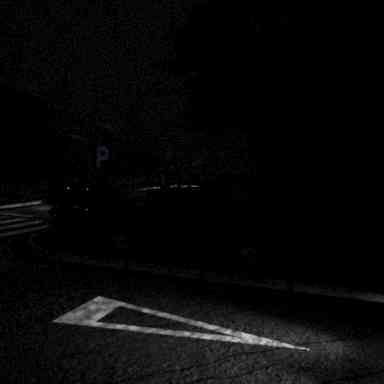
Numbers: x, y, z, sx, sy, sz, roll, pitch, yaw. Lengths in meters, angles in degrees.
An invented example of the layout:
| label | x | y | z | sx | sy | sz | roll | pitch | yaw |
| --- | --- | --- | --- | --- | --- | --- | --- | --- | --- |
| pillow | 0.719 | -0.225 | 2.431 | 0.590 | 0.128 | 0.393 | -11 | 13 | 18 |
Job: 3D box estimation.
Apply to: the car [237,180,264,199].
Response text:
| label | x | y | z | sx | sy | sz | roll | pitch | yaw |
| --- | --- | --- | --- | --- | --- | --- | --- | --- | --- |
| car | 2.558 | 0.089 | 24.533 | 4.792 | 1.488 | 2.163 | 3 | 5 | 19 |

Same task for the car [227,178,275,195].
| label | x | y | z | sx | sy | sz | roll | pitch | yaw |
| --- | --- | --- | --- | --- | --- | --- | --- | --- | --- |
| car | 6.210 | -0.621 | 34.992 | 4.674 | 1.452 | 2.002 | 3 | 5 | 19 |

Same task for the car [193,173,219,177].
| label | x | y | z | sx | sy | sz | roll | pitch | yaw |
| --- | --- | --- | --- | --- | --- | --- | --- | --- | --- |
| car | 2.060 | -1.703 | 48.342 | 1.895 | 1.301 | 4.718 | 3 | 5 | 20 |

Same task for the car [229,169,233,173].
| label | x | y | z | sx | sy | sz | roll | pitch | yaw |
| --- | --- | --- | --- | --- | --- | --- | --- | --- | --- |
| car | 5.589 | -3.618 | 72.536 | 5.008 | 1.535 | 2.097 | 3 | 5 | 19 |

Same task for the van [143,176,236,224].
| label | x | y | z | sx | sy | sz | roll | pitch | yaw |
| --- | --- | --- | --- | --- | --- | --- | --- | --- | --- |
| van | -0.334 | 0.369 | 16.725 | 4.442 | 1.987 | 1.878 | 3 | 5 | 19 |

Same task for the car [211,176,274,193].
| label | x | y | z | sx | sy | sz | roll | pitch | yaw |
| --- | --- | --- | --- | --- | --- | --- | --- | --- | --- |
| car | 4.378 | -0.302 | 29.761 | 5.008 | 1.535 | 2.097 | 3 | 5 | 19 |

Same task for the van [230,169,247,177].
| label | x | y | z | sx | sy | sz | roll | pitch | yaw |
| --- | --- | --- | --- | --- | --- | --- | --- | --- | --- |
| van | 13.153 | -5.377 | 93.585 | 4.442 | 1.987 | 1.878 | 3 | 5 | 19 |

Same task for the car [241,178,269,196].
| label | x | y | z | sx | sy | sz | roll | pitch | yaw |
| --- | --- | --- | --- | --- | --- | --- | --- | --- | --- |
| car | 3.446 | -0.121 | 27.153 | 4.892 | 1.521 | 2.231 | 3 | 5 | 19 |

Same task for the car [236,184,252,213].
| label | x | y | z | sx | sy | sz | roll | pitch | yaw |
| --- | --- | --- | --- | --- | --- | --- | --- | --- | --- |
| car | 0.718 | 0.450 | 19.307 | 4.792 | 1.488 | 2.163 | 3 | 5 | 19 |

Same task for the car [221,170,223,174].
| label | x | y | z | sx | sy | sz | roll | pitch | yaw |
| --- | --- | --- | --- | --- | --- | --- | --- | --- | --- |
| car | 2.631 | -3.089 | 64.679 | 5.366 | 1.575 | 1.946 | 3 | 5 | 19 |

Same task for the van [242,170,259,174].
| label | x | y | z | sx | sy | sz | roll | pitch | yaw |
| --- | --- | --- | --- | --- | --- | --- | --- | --- | --- |
| van | 9.091 | -1.417 | 42.770 | 4.442 | 1.987 | 1.878 | 3 | 5 | 19 |

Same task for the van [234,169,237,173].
| label | x | y | z | sx | sy | sz | roll | pitch | yaw |
| --- | --- | --- | --- | --- | --- | --- | --- | --- | --- |
| van | 7.571 | -4.204 | 77.756 | 4.442 | 1.987 | 1.878 | 3 | 5 | 19 |

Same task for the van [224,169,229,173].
| label | x | y | z | sx | sy | sz | roll | pitch | yaw |
| --- | --- | --- | --- | --- | --- | --- | --- | --- | --- |
| van | 4.781 | -3.656 | 69.839 | 4.442 | 1.987 | 1.878 | 3 | 5 | 19 |

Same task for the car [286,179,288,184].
| label | x | y | z | sx | sy | sz | roll | pitch | yaw |
| --- | --- | --- | --- | --- | --- | --- | --- | --- | --- |
| car | 12.482 | -1.925 | 53.336 | 5.366 | 1.575 | 1.946 | 3 | 5 | 19 |

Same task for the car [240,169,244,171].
| label | x | y | z | sx | sy | sz | roll | pitch | yaw |
| --- | --- | --- | --- | --- | --- | --- | --- | --- | --- |
| car | 10.252 | -4.556 | 85.728 | 4.892 | 1.521 | 2.231 | 3 | 5 | 19 |

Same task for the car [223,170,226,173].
| label | x | y | z | sx | sy | sz | roll | pitch | yaw |
| --- | --- | --- | --- | --- | --- | --- | --- | --- | --- |
| car | 3.736 | -3.217 | 67.259 | 4.674 | 1.452 | 2.002 | 3 | 5 | 19 |

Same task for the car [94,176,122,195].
| label | x | y | z | sx | sy | sz | roll | pitch | yaw |
| --- | --- | --- | --- | --- | --- | --- | --- | --- | --- |
| car | -6.816 | -0.235 | 23.333 | 2.097 | 1.767 | 4.553 | 3 | 5 | 19 |

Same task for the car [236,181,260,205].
| label | x | y | z | sx | sy | sz | roll | pitch | yaw |
| --- | --- | --- | --- | --- | --- | --- | --- | --- | --- |
| car | 1.436 | 0.226 | 21.989 | 5.366 | 1.575 | 1.946 | 3 | 5 | 19 |

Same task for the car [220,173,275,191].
| label | x | y | z | sx | sy | sz | roll | pitch | yaw |
| --- | --- | --- | --- | --- | --- | --- | --- | --- | --- |
| car | 5.326 | -0.605 | 32.355 | 4.553 | 1.767 | 2.185 | 3 | 5 | 19 |

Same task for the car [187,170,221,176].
| label | x | y | z | sx | sy | sz | roll | pitch | yaw |
| --- | --- | --- | --- | --- | --- | --- | --- | --- | --- |
| car | 1.856 | -3.148 | 61.969 | 5.566 | 2.045 | 2.435 | 3 | 5 | 19 |

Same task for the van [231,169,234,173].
| label | x | y | z | sx | sy | sz | roll | pitch | yaw |
| --- | --- | --- | --- | --- | --- | --- | --- | --- | --- |
| van | 6.422 | -4.031 | 75.197 | 4.442 | 1.987 | 1.878 | 3 | 5 | 19 |

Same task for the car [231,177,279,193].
| label | x | y | z | sx | sy | sz | roll | pitch | yaw |
| --- | --- | --- | --- | --- | --- | --- | --- | --- | --- |
| car | 7.129 | -0.841 | 37.602 | 5.008 | 1.535 | 2.097 | 3 | 5 | 19 |

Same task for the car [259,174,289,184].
| label | x | y | z | sx | sy | sz | roll | pitch | yaw |
| --- | --- | --- | --- | --- | --- | --- | --- | --- | --- |
| car | 14.504 | -2.268 | 58.497 | 4.892 | 1.521 | 2.231 | 3 | 5 | 19 |

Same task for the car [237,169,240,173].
| label | x | y | z | sx | sy | sz | roll | pitch | yaw |
| --- | --- | --- | --- | --- | --- | --- | --- | --- | --- |
| car | 8.411 | -4.139 | 80.443 | 4.792 | 1.488 | 2.163 | 3 | 5 | 19 |

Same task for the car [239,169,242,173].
| label | x | y | z | sx | sy | sz | roll | pitch | yaw |
| --- | --- | --- | --- | --- | --- | --- | --- | --- | --- |
| car | 9.312 | -4.323 | 83.097 | 4.674 | 1.452 | 2.002 | 3 | 5 | 19 |
